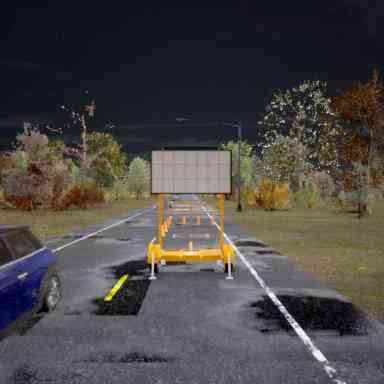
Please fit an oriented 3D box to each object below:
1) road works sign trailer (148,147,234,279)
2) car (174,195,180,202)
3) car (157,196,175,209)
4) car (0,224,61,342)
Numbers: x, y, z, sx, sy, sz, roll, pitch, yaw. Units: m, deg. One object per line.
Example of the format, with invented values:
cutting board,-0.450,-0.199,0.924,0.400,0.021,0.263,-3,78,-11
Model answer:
road works sign trailer,-0.026,0.464,9.993,2.380,3.560,2.880,0,0,0
car,-3.702,1.533,76.967,1.812,1.442,4.674,0,0,0
car,-3.719,1.602,45.793,1.895,1.301,4.718,0,0,0
car,-3.612,1.351,4.601,2.097,1.767,4.553,0,0,0
